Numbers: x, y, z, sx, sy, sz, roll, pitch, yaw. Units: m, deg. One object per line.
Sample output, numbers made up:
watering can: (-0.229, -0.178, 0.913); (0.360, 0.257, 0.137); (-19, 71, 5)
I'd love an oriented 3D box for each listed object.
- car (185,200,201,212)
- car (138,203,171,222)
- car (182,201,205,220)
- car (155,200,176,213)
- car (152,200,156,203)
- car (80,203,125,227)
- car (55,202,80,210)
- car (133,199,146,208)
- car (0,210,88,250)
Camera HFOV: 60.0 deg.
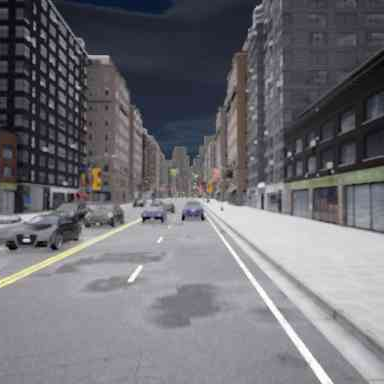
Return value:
car: (0.097, 1.994, 46.839); (2.128, 1.511, 4.902); (0, 0, 0)
car: (-3.237, 1.928, 29.434); (1.895, 1.301, 4.718); (0, -1, 0)
car: (0.100, 1.705, 31.962); (2.097, 1.767, 4.553); (0, -1, 0)
car: (-3.192, 1.968, 44.179); (2.128, 1.511, 4.902); (0, -1, 0)
car: (-6.499, 2.211, 61.950); (1.994, 1.385, 4.181); (0, -1, 0)
car: (-6.499, 1.634, 25.172); (2.097, 1.767, 4.553); (0, -1, 0)
car: (-9.749, 1.651, 26.702); (2.097, 1.767, 4.553); (0, -1, 0)
car: (-9.749, 2.124, 61.931); (1.882, 1.535, 5.008); (0, -1, 0)
car: (-6.500, 1.735, 15.053); (1.994, 1.385, 4.181); (0, -1, 0)
